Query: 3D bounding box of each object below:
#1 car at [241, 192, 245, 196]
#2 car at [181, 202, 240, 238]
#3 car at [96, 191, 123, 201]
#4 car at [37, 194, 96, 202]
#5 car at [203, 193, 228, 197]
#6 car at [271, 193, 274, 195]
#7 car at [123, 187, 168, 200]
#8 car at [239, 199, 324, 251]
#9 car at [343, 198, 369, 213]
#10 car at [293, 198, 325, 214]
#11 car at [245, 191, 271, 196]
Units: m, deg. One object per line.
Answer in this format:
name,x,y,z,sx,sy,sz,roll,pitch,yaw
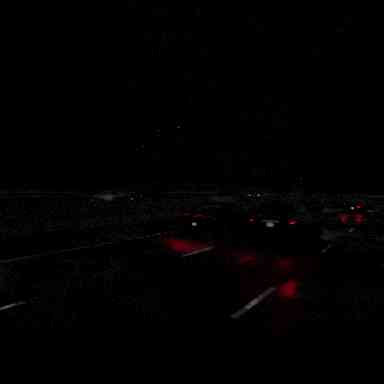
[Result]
car,12.290,0.683,72.875,1.837,1.490,4.892,2,1,32
car,1.430,1.230,16.406,1.882,1.535,5.008,2,1,32
car,-9.639,0.590,38.509,1.812,1.442,4.674,2,1,32
car,-9.805,0.873,25.194,1.994,1.385,4.181,2,1,32
car,2.483,0.850,38.017,1.882,1.535,5.008,2,1,32
car,16.888,0.856,73.595,1.812,1.442,4.674,2,0,32
car,-5.070,0.385,39.160,2.150,2.045,5.566,2,1,32
car,3.988,1.214,13.901,2.097,1.767,4.553,2,1,32
car,16.625,1.331,33.835,1.812,1.442,4.674,2,1,32
car,11.337,1.307,32.018,1.895,1.301,4.718,2,1,32
car,11.769,0.651,59.089,2.097,1.767,4.553,2,1,33
